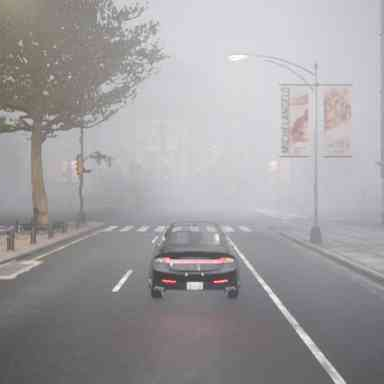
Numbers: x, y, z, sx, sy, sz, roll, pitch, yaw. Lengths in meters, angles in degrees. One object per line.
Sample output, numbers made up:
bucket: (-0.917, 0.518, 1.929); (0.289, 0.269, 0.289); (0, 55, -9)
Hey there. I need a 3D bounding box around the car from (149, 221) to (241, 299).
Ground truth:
car: (0.064, 1.491, 8.465); (2.128, 1.511, 4.902); (0, 0, 0)
